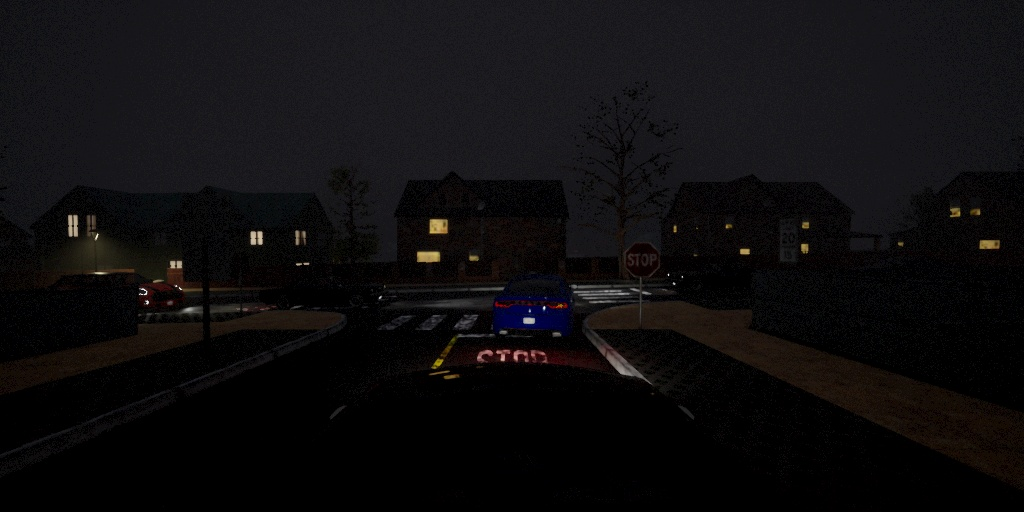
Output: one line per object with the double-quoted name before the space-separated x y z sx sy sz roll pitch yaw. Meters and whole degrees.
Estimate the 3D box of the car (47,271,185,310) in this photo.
"car" -16.807 1.472 15.251 4.553 1.767 2.097 -1 1 0

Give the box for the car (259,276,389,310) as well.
"car" -7.820 1.506 15.263 4.718 1.301 1.895 -1 1 0

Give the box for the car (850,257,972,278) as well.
"car" 20.046 0.753 18.243 5.357 1.411 2.033 -1 1 0

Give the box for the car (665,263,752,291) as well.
"car" 10.401 1.034 18.202 4.718 1.301 1.895 -1 1 -1

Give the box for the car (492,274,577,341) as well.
"car" 0.781 1.226 10.061 1.882 1.535 5.008 0 0 10
